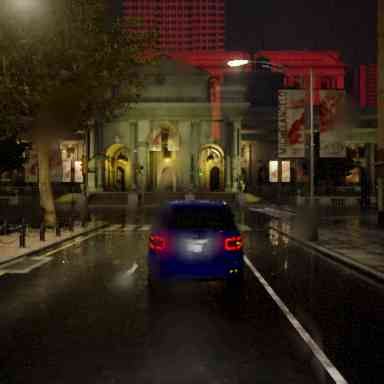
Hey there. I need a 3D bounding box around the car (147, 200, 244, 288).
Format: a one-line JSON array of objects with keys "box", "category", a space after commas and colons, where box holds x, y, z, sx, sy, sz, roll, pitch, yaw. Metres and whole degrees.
[{"box": [0.105, 1.218, 9.386, 2.150, 2.045, 5.566, 0, 0, 1], "category": "car"}]
